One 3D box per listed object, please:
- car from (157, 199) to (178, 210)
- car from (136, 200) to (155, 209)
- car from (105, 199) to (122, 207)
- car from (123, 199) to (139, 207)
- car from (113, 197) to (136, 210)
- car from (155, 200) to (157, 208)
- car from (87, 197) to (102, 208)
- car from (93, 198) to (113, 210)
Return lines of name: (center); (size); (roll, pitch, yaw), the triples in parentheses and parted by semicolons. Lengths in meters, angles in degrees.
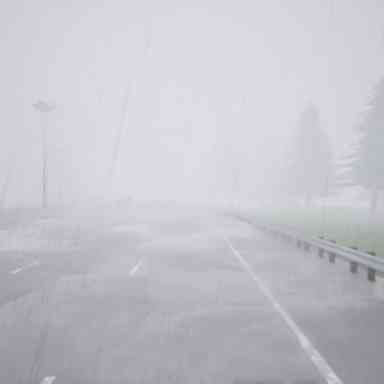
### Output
car: (-3.775, 2.010, 54.957); (2.097, 1.767, 4.553); (0, -1, -18)
car: (-8.608, 2.178, 58.535); (1.882, 1.535, 5.008); (0, -1, -22)
car: (-15.731, 2.179, 66.409); (1.837, 1.490, 4.892); (0, -1, -30)
car: (-12.583, 2.182, 67.939); (1.812, 1.442, 4.674); (0, -1, -30)
car: (-11.610, 1.898, 56.537); (2.150, 2.045, 5.566); (0, -1, -22)
car: (-6.810, 2.266, 63.676); (1.837, 1.490, 4.892); (0, -1, -26)
car: (-18.894, 1.944, 64.908); (2.150, 2.045, 5.566); (0, -1, -30)
car: (-14.931, 2.142, 55.437); (1.882, 1.535, 5.008); (0, -1, -22)
